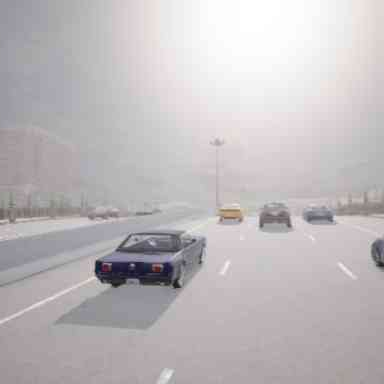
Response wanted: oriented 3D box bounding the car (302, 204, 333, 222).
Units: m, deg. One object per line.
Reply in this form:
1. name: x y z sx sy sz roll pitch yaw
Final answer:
1. car: 10.281 1.693 27.434 1.994 1.385 4.181 -1 -1 12

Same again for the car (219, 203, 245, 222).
1. car: 3.628 1.776 29.763 1.882 1.535 5.008 -1 -1 12

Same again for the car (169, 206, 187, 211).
1. car: -1.458 2.358 39.976 2.033 1.411 5.357 -1 -4 13

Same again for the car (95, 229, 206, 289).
1. car: -0.836 1.728 9.580 1.895 1.301 4.718 -1 -1 12

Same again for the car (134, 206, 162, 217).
1. car: -5.079 2.381 39.826 2.033 1.411 5.357 -1 -3 13

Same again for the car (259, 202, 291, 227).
1. car: 5.995 1.510 24.282 2.097 1.767 4.553 -1 -1 12

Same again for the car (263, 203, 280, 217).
1. car: 9.541 2.228 40.241 1.882 1.535 5.008 -1 -4 12

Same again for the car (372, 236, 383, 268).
1. car: 6.035 1.501 8.246 1.812 1.442 4.674 -1 -1 12

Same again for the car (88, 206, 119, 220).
1. car: -9.488 2.230 36.152 1.812 1.442 4.674 -1 -2 13
